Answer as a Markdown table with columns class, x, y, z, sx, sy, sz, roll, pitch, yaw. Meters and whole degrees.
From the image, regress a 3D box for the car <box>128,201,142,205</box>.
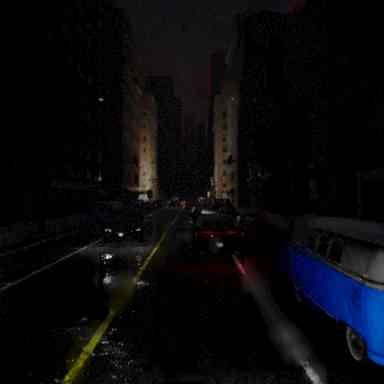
| class | x | y | z | sx | sy | sz | roll | pitch | yaw |
| --- | --- | --- | --- | --- | --- | --- | --- | --- | --- |
| car | -5.663 | 1.744 | 27.561 | 2.008 | 1.369 | 4.403 | 0 | 0 | 0 |

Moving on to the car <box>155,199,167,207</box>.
| class | x | y | z | sx | sy | sz | roll | pitch | yaw |
| --- | --- | --- | --- | --- | --- | --- | --- | --- | --- |
| car | -5.656 | 2.014 | 60.568 | 1.802 | 1.307 | 4.206 | 0 | 0 | 0 |

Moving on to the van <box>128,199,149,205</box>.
| class | x | y | z | sx | sy | sz | roll | pitch | yaw |
| --- | --- | --- | --- | --- | --- | --- | --- | --- | --- |
| van | -5.662 | 1.573 | 33.064 | 1.690 | 1.788 | 3.998 | 0 | 0 | 0 |

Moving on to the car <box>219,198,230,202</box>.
| class | x | y | z | sx | sy | sz | roll | pitch | yaw |
| --- | --- | --- | --- | --- | --- | --- | --- | --- | --- |
| car | 2.863 | 1.547 | 33.062 | 2.192 | 1.841 | 5.009 | 0 | 0 | 0 |

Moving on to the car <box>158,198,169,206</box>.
| class | x | y | z | sx | sy | sz | roll | pitch | yaw |
| --- | --- | --- | --- | --- | --- | --- | --- | --- | --- |
| car | -5.655 | 1.913 | 66.071 | 1.967 | 1.590 | 4.097 | 0 | 0 | 0 |

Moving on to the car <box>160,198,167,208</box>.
| class | x | y | z | sx | sy | sz | roll | pitch | yaw |
| --- | --- | --- | --- | --- | --- | --- | --- | --- | --- |
| car | -5.657 | 1.957 | 55.067 | 1.947 | 1.339 | 4.313 | 0 | 0 | 0 |

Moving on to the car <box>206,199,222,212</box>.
| class | x | y | z | sx | sy | sz | roll | pitch | yaw |
| --- | --- | --- | --- | --- | --- | --- | --- | --- | --- |
| car | 2.866 | 1.751 | 44.064 | 1.967 | 1.590 | 4.097 | 0 | 0 | 0 |

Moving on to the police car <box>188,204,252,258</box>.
| class | x | y | z | sx | sy | sz | roll | pitch | yaw |
| --- | --- | --- | --- | --- | --- | --- | --- | --- | --- |
| police car | 0.903 | 1.519 | 13.344 | 1.930 | 1.638 | 5.238 | 0 | 0 | 0 |

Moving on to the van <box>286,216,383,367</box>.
| class | x | y | z | sx | sy | sz | roll | pitch | yaw |
| --- | --- | --- | --- | --- | --- | --- | --- | --- | --- |
| van | 2.858 | 1.380 | 5.556 | 1.690 | 1.788 | 3.998 | 0 | 0 | 0 |

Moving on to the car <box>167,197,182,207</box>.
| class | x | y | z | sx | sy | sz | roll | pitch | yaw |
| --- | --- | --- | --- | --- | --- | --- | --- | --- | --- |
| car | -3.033 | 1.982 | 58.704 | 1.994 | 1.385 | 4.181 | 0 | 0 | 1 |

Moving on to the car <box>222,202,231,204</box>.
| class | x | y | z | sx | sy | sz | roll | pitch | yaw |
| --- | --- | --- | --- | --- | --- | --- | --- | --- | --- |
| car | 2.863 | 1.774 | 27.559 | 1.802 | 1.307 | 4.206 | 0 | 0 | 0 |

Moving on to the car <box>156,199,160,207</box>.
| class | x | y | z | sx | sy | sz | roll | pitch | yaw |
| --- | --- | --- | --- | --- | --- | --- | --- | --- | --- |
| car | -5.659 | 1.893 | 44.065 | 1.802 | 1.307 | 4.206 | 0 | 0 | 0 |

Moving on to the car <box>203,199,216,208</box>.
| class | x | y | z | sx | sy | sz | roll | pitch | yaw |
| --- | --- | --- | --- | --- | --- | --- | --- | --- | --- |
| car | 2.868 | 1.942 | 55.065 | 2.008 | 1.369 | 4.403 | 0 | 0 | 0 |

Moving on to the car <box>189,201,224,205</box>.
| class | x | y | z | sx | sy | sz | roll | pitch | yaw |
| --- | --- | --- | --- | --- | --- | --- | --- | --- | --- |
| car | 0.906 | 1.640 | 23.233 | 1.882 | 1.535 | 5.008 | 0 | 0 | 0 |

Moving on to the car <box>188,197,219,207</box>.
| class | x | y | z | sx | sy | sz | roll | pitch | yaw |
| --- | --- | --- | --- | --- | --- | --- | --- | --- | --- |
| car | 0.907 | 1.555 | 29.204 | 2.097 | 1.767 | 4.553 | 0 | 0 | 0 |

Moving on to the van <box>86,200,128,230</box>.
| class | x | y | z | sx | sy | sz | roll | pitch | yaw |
| --- | --- | --- | --- | --- | --- | --- | --- | --- | --- |
| van | -5.664 | 1.495 | 22.062 | 1.690 | 1.788 | 3.998 | 0 | 0 | 0 |

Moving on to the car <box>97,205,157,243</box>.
| class | x | y | z | sx | sy | sz | roll | pitch | yaw |
| --- | --- | --- | --- | --- | --- | --- | --- | --- | --- |
| car | -3.095 | 1.623 | 16.876 | 1.837 | 1.490 | 4.892 | 0 | 0 | 0 |

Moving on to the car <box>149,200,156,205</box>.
| class | x | y | z | sx | sy | sz | roll | pitch | yaw |
| --- | --- | --- | --- | --- | --- | --- | --- | --- | --- |
| car | -5.660 | 1.837 | 38.563 | 1.947 | 1.339 | 4.313 | 0 | 0 | 0 |

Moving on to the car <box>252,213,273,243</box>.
| class | x | y | z | sx | sy | sz | roll | pitch | yaw |
| --- | --- | --- | --- | --- | --- | --- | --- | --- | --- |
| car | 2.860 | 1.697 | 16.557 | 1.802 | 1.307 | 4.206 | 0 | 0 | 0 |

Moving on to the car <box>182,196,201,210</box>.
| class | x | y | z | sx | sy | sz | roll | pitch | yaw |
| --- | --- | --- | --- | --- | --- | --- | --- | --- | --- |
| car | 0.017 | 1.703 | 49.678 | 2.097 | 1.767 | 4.553 | 0 | -1 | 0 |

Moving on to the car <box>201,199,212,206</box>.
| class | x | y | z | sx | sy | sz | roll | pitch | yaw |
| --- | --- | --- | --- | --- | --- | --- | --- | --- | --- |
| car | 2.871 | 2.039 | 66.068 | 1.947 | 1.339 | 4.313 | 0 | 0 | 0 |

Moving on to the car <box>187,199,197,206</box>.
| class | x | y | z | sx | sy | sz | roll | pitch | yaw |
| --- | --- | --- | --- | --- | --- | --- | --- | --- | --- |
| car | 0.015 | 2.023 | 64.100 | 1.994 | 1.385 | 4.181 | 0 | 0 | 0 |
